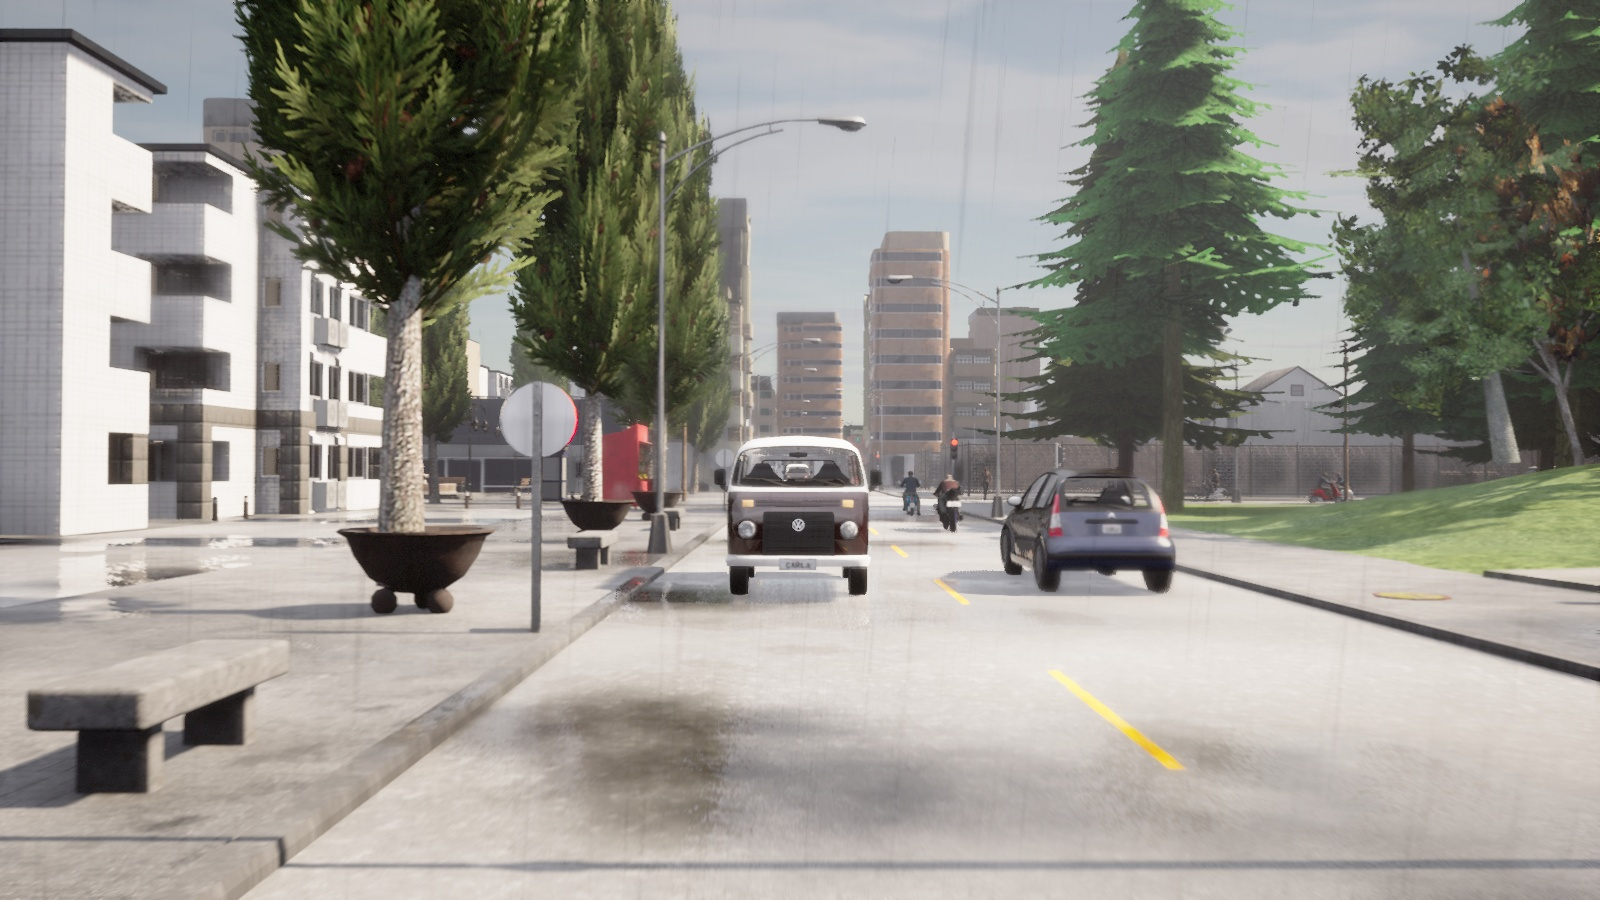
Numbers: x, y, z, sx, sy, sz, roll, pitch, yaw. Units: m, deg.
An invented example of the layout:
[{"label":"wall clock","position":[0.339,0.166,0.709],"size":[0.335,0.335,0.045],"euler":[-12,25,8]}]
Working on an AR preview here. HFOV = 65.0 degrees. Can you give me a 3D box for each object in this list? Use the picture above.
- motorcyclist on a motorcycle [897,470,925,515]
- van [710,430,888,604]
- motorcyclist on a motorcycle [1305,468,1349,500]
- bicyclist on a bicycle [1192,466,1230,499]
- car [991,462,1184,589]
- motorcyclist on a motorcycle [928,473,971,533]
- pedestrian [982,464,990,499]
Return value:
[{"label":"motorcyclist on a motorcycle","position":[3.937,1.501,44.690],"size":[0.866,1.590,1.817],"euler":[0,-1,0]},{"label":"van","position":[-0.015,0.822,16.964],"size":[2.069,2.038,4.480],"euler":[0,-1,0]},{"label":"motorcyclist on a motorcycle","position":[26.762,1.732,63.796],"size":[1.817,1.590,0.866],"euler":[0,-1,0]},{"label":"bicyclist on a bicycle","position":[22.182,1.734,67.821],"size":[1.843,1.776,0.659],"euler":[0,-1,-1]},{"label":"car","position":[3.985,1.000,18.063],"size":[1.851,1.617,3.988],"euler":[0,-1,0]},{"label":"motorcyclist on a motorcycle","position":[3.974,1.395,33.517],"size":[0.866,1.530,2.191],"euler":[0,-1,0]},{"label":"pedestrian","position":[9.821,1.652,66.330],"size":[0.328,1.805,0.869],"euler":[0,-1,0]}]
